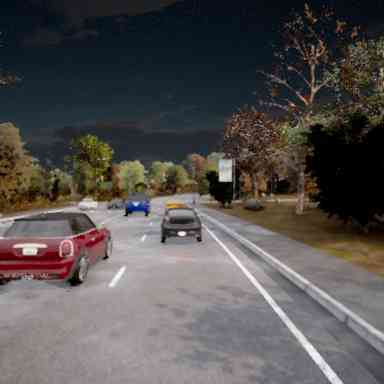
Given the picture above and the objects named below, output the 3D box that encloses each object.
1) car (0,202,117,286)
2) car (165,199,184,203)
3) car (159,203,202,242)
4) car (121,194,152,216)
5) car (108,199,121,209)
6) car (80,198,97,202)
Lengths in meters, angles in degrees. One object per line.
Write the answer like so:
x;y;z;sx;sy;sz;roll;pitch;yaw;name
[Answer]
-3.724;1.351;9.594;2.097;1.767;4.553;0;0;-2;car
-1.799;1.467;34.427;1.882;1.535;5.008;0;0;-4;car
-0.557;1.493;16.339;1.837;1.490;4.892;0;0;-3;car
-5.132;1.214;32.017;2.150;2.045;5.566;0;0;-4;car
-9.569;1.587;42.231;1.994;1.385;4.181;0;0;-4;car
-13.058;1.554;41.951;1.812;1.442;4.674;0;0;-4;car
